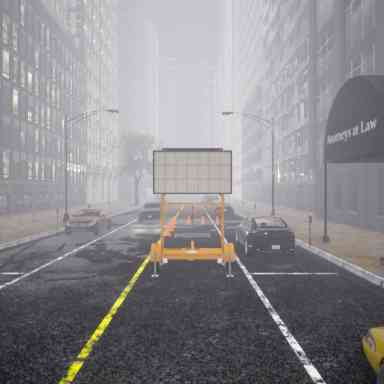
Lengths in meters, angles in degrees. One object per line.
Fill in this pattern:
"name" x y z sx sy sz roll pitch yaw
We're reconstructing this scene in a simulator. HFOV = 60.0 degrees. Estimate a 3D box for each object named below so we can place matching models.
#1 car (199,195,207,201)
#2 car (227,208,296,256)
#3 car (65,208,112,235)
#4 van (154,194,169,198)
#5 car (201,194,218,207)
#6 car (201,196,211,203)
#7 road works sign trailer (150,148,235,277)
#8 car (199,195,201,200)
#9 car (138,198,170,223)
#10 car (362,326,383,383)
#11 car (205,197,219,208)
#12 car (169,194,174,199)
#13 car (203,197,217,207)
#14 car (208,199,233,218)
"car" 2.862 1.466 87.169 1.752 1.417 4.829 0 0 0
"car" 2.710 1.549 12.922 2.008 1.369 4.403 0 0 0
"car" -5.659 1.579 18.643 1.802 1.307 4.206 0 0 0
"van" -5.579 1.315 58.529 1.690 1.788 3.998 0 0 0
"car" 2.779 1.299 47.111 2.192 1.841 5.009 0 0 0
"car" 2.826 1.508 69.904 1.887 1.381 4.507 0 0 0
"road works sign trailer" 0.018 0.463 10.214 2.380 3.560 2.880 0 0 0
"car" 2.802 1.289 58.507 2.192 1.841 5.009 0 0 0
"car" -2.950 1.500 25.684 1.837 1.490 4.892 0 0 0
"car" 2.687 1.525 1.697 1.752 1.417 4.829 0 0 0
"car" 2.757 1.535 35.714 1.887 1.381 4.507 0 0 0
"car" -5.554 1.514 69.923 2.008 1.369 4.403 0 0 0
"car" 2.791 1.524 52.808 1.887 1.381 4.507 0 0 0
"car" 2.745 1.559 30.016 1.947 1.339 4.313 0 0 0
